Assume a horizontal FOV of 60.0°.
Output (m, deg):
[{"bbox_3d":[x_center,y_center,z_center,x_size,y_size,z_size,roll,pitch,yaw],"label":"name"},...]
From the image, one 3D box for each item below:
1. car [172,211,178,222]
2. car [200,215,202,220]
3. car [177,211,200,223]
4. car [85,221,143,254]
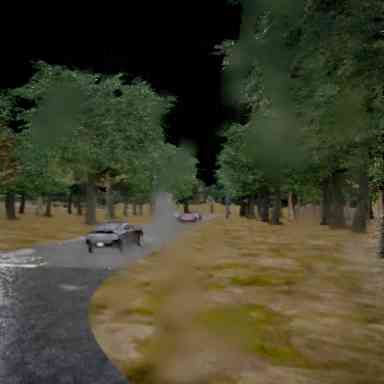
[{"bbox_3d":[-2.996,3.791,52.926,2.097,1.767,4.553,0,-3,6],"label":"car"},{"bbox_3d":[0.630,4.285,58.347,2.033,1.411,5.357,0,-3,6],"label":"car"},{"bbox_3d":[-0.446,3.787,48.454,1.994,1.385,4.181,0,-3,7],"label":"car"},{"bbox_3d":[-3.932,2.293,17.590,2.128,1.511,4.902,0,-2,6],"label":"car"}]
